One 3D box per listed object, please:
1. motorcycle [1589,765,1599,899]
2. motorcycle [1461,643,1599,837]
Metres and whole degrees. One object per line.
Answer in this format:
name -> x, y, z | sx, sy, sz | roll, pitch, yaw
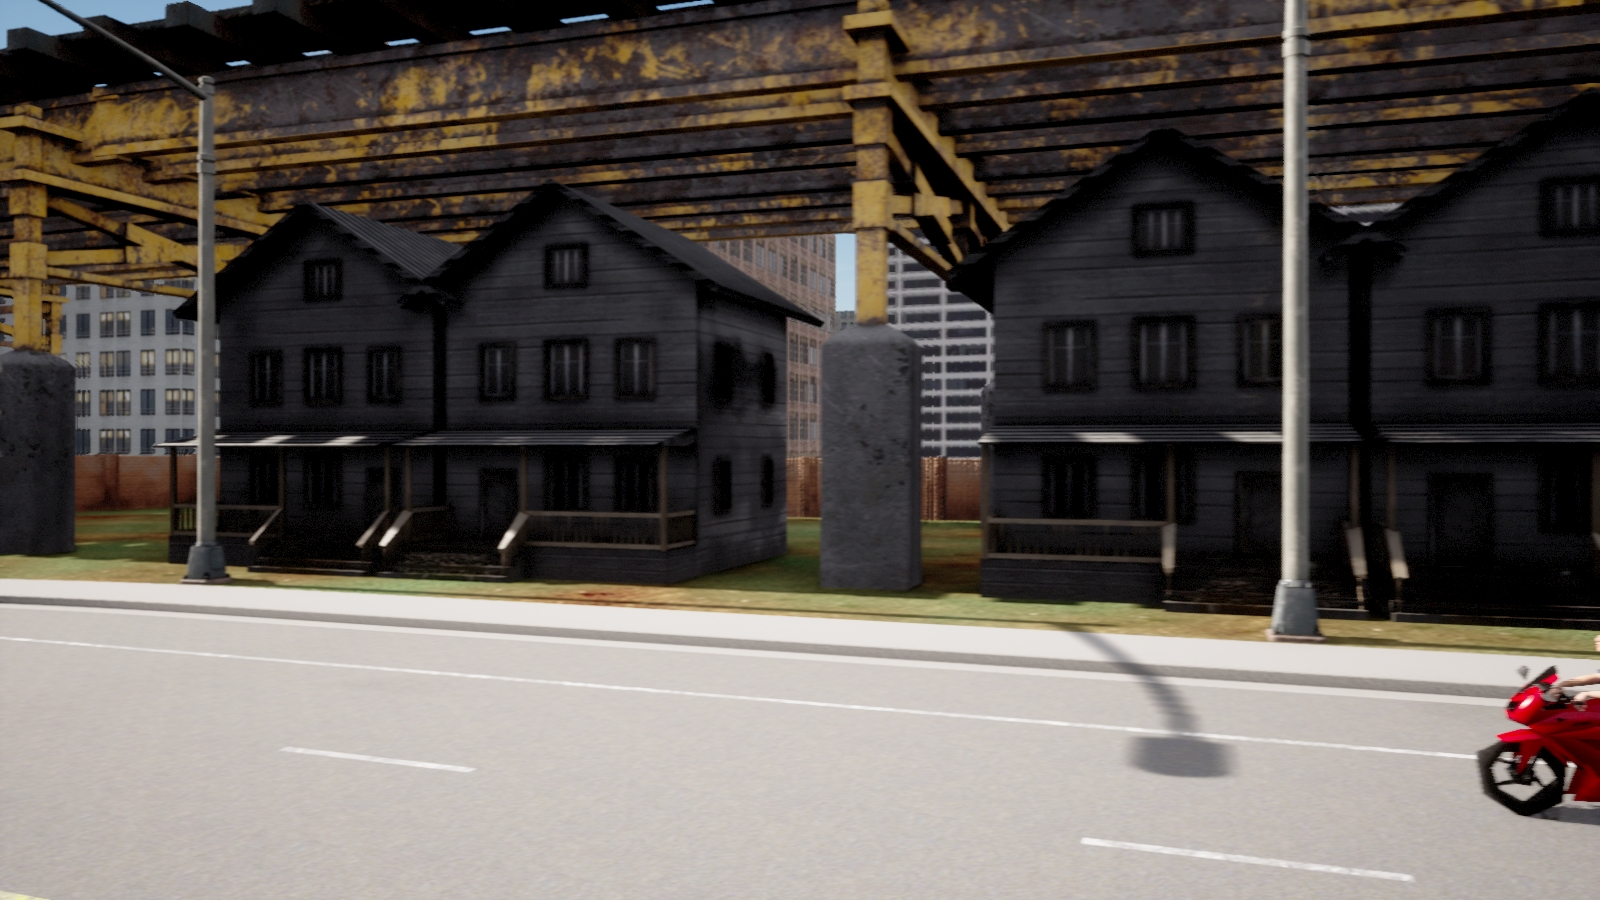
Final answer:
motorcycle -> 4.937, 2.213, 5.236 | 2.033, 1.145, 0.803 | 0, 0, 20
motorcycle -> 6.164, 2.173, 8.512 | 2.033, 1.224, 0.803 | 0, 0, 20
